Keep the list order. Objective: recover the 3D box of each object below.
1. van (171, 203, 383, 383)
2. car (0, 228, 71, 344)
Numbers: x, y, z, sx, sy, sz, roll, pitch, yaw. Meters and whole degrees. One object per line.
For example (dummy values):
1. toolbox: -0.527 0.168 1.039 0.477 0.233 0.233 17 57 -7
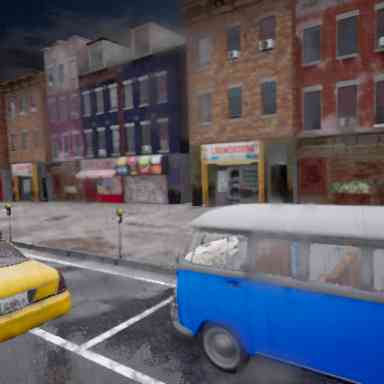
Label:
1. van: 1.610 1.057 3.567 3.998 1.788 1.690 0 6 36
2. car: -4.266 1.339 5.601 5.366 1.575 1.801 0 5 36
